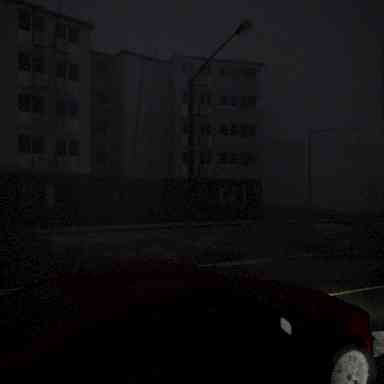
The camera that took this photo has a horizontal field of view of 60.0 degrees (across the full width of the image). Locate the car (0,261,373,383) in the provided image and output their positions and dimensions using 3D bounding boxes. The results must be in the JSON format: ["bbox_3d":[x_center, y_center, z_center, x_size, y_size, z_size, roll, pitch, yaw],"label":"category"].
[{"bbox_3d":[-0.238,1.478,3.306,5.008,1.535,1.882,0,0,-32],"label":"car"}]
